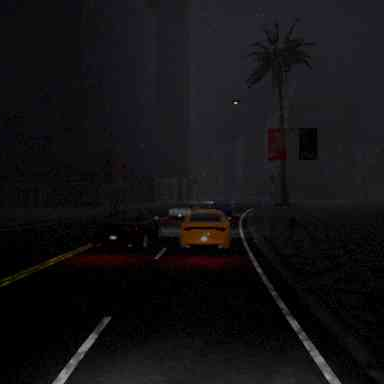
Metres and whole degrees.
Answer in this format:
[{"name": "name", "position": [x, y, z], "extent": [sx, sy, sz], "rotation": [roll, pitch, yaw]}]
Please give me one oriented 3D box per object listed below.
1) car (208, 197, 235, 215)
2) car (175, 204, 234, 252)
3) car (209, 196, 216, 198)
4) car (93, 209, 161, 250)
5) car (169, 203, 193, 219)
[{"name": "car", "position": [2.601, 1.482, 28.470], "extent": [1.882, 1.535, 5.008], "rotation": [0, 0, 10]}, {"name": "car", "position": [0.645, 1.482, 14.047], "extent": [1.882, 1.535, 5.008], "rotation": [0, 0, 5]}, {"name": "car", "position": [4.884, 1.536, 76.378], "extent": [1.994, 1.385, 4.181], "rotation": [0, 0, 12]}, {"name": "car", "position": [-2.592, 1.480, 14.338], "extent": [1.882, 1.535, 5.008], "rotation": [0, 0, 5]}, {"name": "car", "position": [-0.592, 1.610, 29.081], "extent": [1.895, 1.301, 4.718], "rotation": [0, 0, 10]}]
